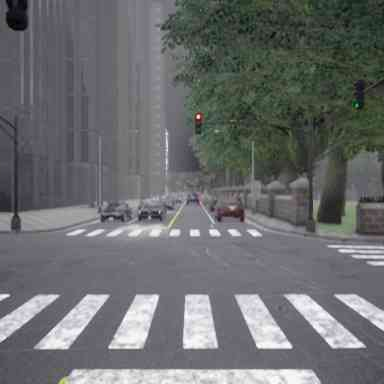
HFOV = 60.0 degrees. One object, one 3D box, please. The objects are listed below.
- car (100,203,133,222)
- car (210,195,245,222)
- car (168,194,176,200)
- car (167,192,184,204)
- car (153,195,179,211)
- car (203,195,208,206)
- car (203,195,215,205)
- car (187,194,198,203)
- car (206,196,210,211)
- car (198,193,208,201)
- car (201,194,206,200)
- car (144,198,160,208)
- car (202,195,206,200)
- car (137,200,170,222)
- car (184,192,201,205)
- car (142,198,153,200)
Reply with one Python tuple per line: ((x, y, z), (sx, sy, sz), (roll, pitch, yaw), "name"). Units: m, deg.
((-5.708, 1.503, 25.608), (1.947, 1.339, 4.313), (0, 0, 0), "car")
((2.817, 1.252, 25.599), (2.192, 1.841, 5.009), (0, 0, 0), "car")
((-5.570, 1.272, 91.092), (1.967, 1.590, 4.097), (0, 0, 0), "car")
((-2.874, 1.226, 60.120), (2.097, 1.767, 4.553), (0, 0, 0), "car")
((-3.015, 1.459, 39.276), (2.033, 1.411, 5.357), (0, 0, 0), "car")
((2.851, 1.459, 41.968), (2.008, 1.369, 4.403), (0, 0, 0), "car")
((2.886, 1.319, 58.338), (1.967, 1.590, 4.097), (0, 0, 0), "car")
((0.140, 1.218, 66.109), (2.097, 1.767, 4.553), (0, 0, 0), "car")
((2.840, 1.483, 36.512), (1.947, 1.339, 4.313), (0, 0, 0), "car")
((2.549, 1.206, 76.225), (2.097, 1.767, 4.553), (0, 0, 0), "car")
((2.875, 1.329, 52.881), (1.967, 1.590, 4.097), (0, 0, 0), "car")
((-5.662, 1.480, 47.436), (1.802, 1.307, 4.206), (0, 0, 0), "car")
((2.863, 1.449, 47.425), (2.008, 1.369, 4.403), (0, 0, 0), "car")
((-3.044, 1.537, 26.049), (1.895, 1.301, 4.718), (0, 0, 0), "car")
((0.165, 1.106, 55.477), (2.150, 2.045, 5.566), (0, 0, 1), "car")
((-5.674, 1.459, 41.979), (2.008, 1.369, 4.403), (0, 0, 0), "car")
